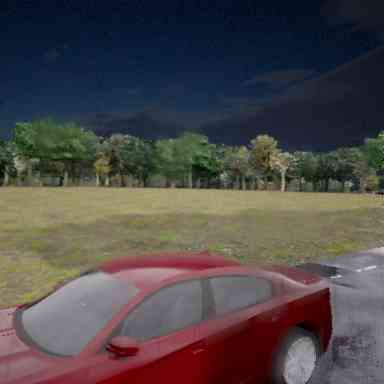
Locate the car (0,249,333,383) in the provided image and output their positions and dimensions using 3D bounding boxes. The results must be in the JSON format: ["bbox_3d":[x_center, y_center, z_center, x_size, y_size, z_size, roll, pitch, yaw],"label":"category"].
[{"bbox_3d":[-0.502,1.477,3.634,5.008,1.535,1.882,0,0,-36],"label":"car"}]
